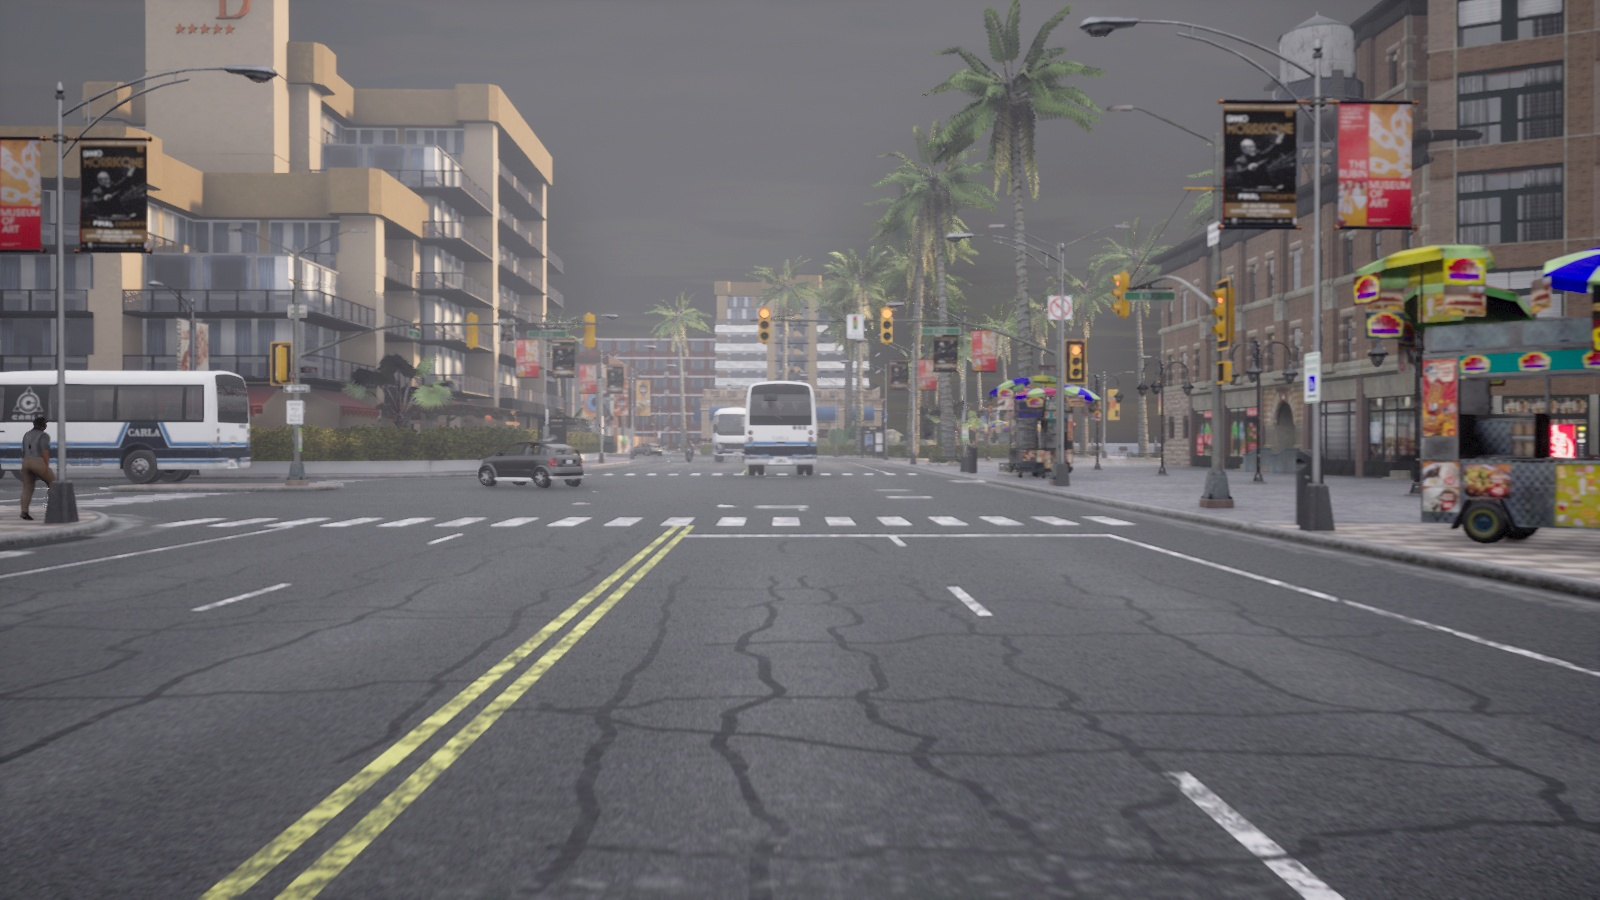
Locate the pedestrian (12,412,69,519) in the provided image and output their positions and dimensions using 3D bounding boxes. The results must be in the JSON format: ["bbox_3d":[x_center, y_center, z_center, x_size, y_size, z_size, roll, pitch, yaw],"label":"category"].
[{"bbox_3d":[-13.347,0.271,22.076,0.540,1.848,0.694,0,0,10],"label":"pedestrian"}]

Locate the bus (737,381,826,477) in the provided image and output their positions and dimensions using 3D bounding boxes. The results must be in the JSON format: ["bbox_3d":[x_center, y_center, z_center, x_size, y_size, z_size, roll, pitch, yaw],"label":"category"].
[{"bbox_3d":[-0.897,-0.974,61.016,3.944,4.253,10.273,0,0,-1],"label":"bus"}]

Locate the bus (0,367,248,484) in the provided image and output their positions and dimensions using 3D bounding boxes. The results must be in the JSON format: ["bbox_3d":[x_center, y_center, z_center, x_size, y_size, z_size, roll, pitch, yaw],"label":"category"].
[{"bbox_3d":[-26.934,-0.913,47.602,10.273,4.253,3.944,0,0,-1],"label":"bus"}]

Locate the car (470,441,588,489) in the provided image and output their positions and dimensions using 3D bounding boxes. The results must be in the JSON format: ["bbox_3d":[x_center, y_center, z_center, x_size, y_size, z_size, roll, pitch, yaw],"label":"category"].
[{"bbox_3d":[-9.173,0.480,42.494,3.705,1.549,1.789,0,0,32],"label":"car"}]
